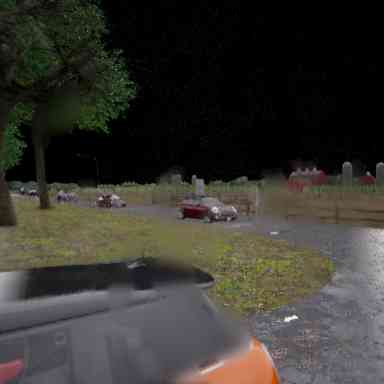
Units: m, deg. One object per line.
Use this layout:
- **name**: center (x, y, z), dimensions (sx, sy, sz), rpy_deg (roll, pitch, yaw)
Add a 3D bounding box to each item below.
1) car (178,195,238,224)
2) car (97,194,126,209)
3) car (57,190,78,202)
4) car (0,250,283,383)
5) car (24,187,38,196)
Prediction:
- **car**: center (0.977, 1.065, 22.461), dimensions (2.097, 1.767, 4.553), rpy_deg (-1, 2, -36)
- **car**: center (-8.803, 0.979, 36.020), dimensions (1.812, 1.442, 4.674), rpy_deg (-1, 2, -36)
- **car**: center (-18.766, 0.499, 49.936), dimensions (2.097, 1.767, 4.553), rpy_deg (-1, 1, -36)
- **car**: center (-1.547, 1.351, 1.844), dimensions (4.553, 1.767, 2.097), rpy_deg (0, 0, -36)
- **car**: center (-40.682, 0.213, 84.948), dimensions (1.882, 1.535, 5.008), rpy_deg (-1, 1, -36)
